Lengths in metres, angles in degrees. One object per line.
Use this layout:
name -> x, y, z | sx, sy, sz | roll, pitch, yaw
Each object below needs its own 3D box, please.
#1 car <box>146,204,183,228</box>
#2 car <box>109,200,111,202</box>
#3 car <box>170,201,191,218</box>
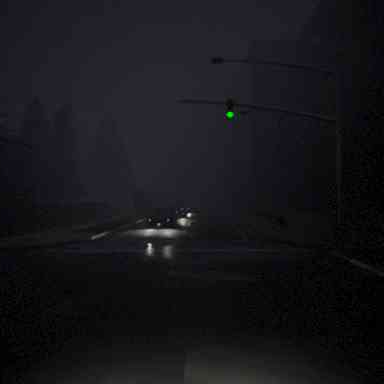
car -> -2.138, 1.864, 25.458 | 2.033, 1.411, 5.357 | 0, -1, 3
car -> -20.631, 2.246, 81.696 | 1.932, 1.855, 4.605 | 0, -1, 2
car -> -1.607, 1.786, 35.464 | 2.097, 1.767, 4.553 | 0, -1, 3
